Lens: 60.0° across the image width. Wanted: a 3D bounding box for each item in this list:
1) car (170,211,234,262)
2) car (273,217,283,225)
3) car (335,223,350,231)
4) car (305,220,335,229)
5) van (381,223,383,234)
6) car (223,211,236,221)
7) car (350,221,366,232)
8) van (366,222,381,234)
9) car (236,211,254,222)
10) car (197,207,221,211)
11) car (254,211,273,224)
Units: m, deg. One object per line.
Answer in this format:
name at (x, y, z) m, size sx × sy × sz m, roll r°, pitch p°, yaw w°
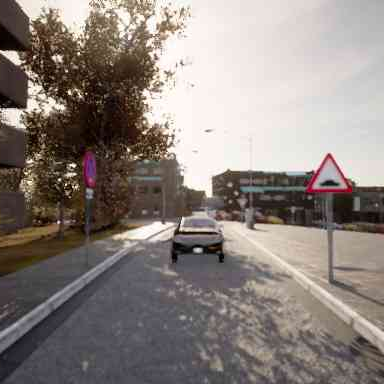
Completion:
car at (0.233, 1.692, 12.885) m, size 2.128 × 1.511 × 4.902 m, roll 0°, pitch -2°, yaw 1°
car at (13.644, 4.925, 58.693) m, size 1.946 × 1.575 × 5.366 m, roll 7°, pitch -5°, yaw -30°
car at (25.585, 6.158, 60.565) m, size 2.002 × 1.452 × 4.674 m, roll 8°, pitch -5°, yaw -29°
car at (22.615, 5.858, 60.056) m, size 2.002 × 1.452 × 4.674 m, roll 7°, pitch -5°, yaw -29°
van at (34.582, 6.785, 61.955) m, size 1.878 × 1.987 × 4.442 m, roll 8°, pitch -5°, yaw -29°
car at (4.842, 3.935, 56.952) m, size 2.185 × 1.767 × 4.553 m, roll 5°, pitch -5°, yaw -31°
car at (28.467, 6.417, 61.216) m, size 1.946 × 1.575 × 5.366 m, roll 7°, pitch -5°, yaw -29°
van at (31.609, 6.486, 61.462) m, size 1.878 × 1.987 × 4.442 m, roll 8°, pitch -5°, yaw -29°
car at (7.814, 4.196, 57.447) m, size 2.185 × 1.767 × 4.553 m, roll 7°, pitch -5°, yaw -30°
car at (1.962, 3.632, 56.368) m, size 2.435 × 2.045 × 5.566 m, roll 2°, pitch -4°, yaw -30°
car at (10.811, 4.374, 58.004) m, size 2.435 × 2.045 × 5.566 m, roll 8°, pitch -5°, yaw -30°
